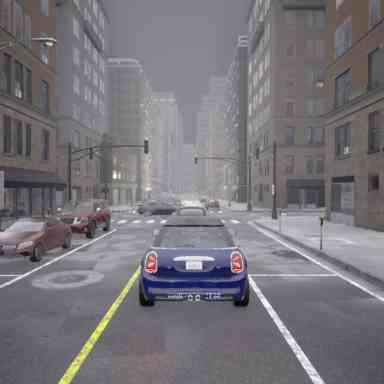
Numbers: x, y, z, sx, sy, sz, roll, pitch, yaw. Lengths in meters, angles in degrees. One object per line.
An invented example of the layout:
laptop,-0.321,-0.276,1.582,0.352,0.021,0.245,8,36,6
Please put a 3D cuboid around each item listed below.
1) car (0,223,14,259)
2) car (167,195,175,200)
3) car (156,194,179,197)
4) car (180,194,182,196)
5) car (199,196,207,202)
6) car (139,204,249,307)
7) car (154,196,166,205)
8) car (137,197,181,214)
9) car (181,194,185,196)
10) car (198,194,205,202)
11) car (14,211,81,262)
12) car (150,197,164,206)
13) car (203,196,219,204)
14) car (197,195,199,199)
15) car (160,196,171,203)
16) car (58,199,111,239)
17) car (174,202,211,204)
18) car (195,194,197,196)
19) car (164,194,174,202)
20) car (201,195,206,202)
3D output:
car,-5.686,1.550,6.404,2.008,1.369,4.403,-1,0,0
car,-5.841,1.547,94.655,1.967,1.590,4.097,-1,0,0
car,-3.173,1.370,43.971,2.097,1.767,4.553,0,0,0
car,-3.183,1.523,54.303,2.128,1.511,4.902,0,0,0
car,2.705,1.635,83.556,2.008,1.369,4.403,-1,0,0
car,0.049,1.351,8.153,2.097,1.767,4.553,0,0,0
car,-5.782,1.566,61.094,1.752,1.417,4.829,-1,0,0
car,-2.463,1.517,29.904,4.902,1.511,2.128,0,1,0
car,-3.134,1.601,68.156,2.033,1.411,5.357,0,0,0
car,2.734,1.595,66.865,1.887,1.381,4.507,-1,0,0
car,-5.695,1.581,11.987,1.802,1.307,4.206,-1,0,0
car,-5.772,1.578,55.700,1.887,1.381,4.507,-1,0,0
car,2.773,1.601,44.612,1.802,1.307,4.206,-1,0,0
car,2.723,1.501,72.429,1.967,1.590,4.097,-1,0,0
car,-5.801,1.612,72.394,2.008,1.369,4.403,-1,0,0
car,-5.708,1.315,17.570,2.192,1.841,5.009,-1,0,0
car,-0.014,1.505,17.331,1.837,1.490,4.892,0,0,0
car,2.692,1.411,89.120,2.192,1.841,5.009,-1,0,0
car,-5.824,1.400,83.525,2.192,1.841,5.009,-1,0,0
car,2.762,1.551,50.346,1.752,1.417,4.829,-1,0,0
